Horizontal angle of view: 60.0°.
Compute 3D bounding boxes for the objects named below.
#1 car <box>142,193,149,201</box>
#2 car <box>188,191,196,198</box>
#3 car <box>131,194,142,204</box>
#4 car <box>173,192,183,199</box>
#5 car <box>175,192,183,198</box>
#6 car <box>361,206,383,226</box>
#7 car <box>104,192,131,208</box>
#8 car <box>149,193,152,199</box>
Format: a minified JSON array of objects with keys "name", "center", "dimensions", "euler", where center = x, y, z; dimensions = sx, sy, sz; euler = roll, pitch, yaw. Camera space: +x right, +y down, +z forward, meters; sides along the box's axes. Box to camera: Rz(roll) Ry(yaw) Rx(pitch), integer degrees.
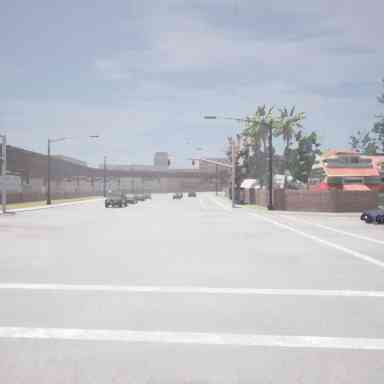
[{"name":"car","center":[-10.436,1.142,66.257],"dimensions":[1.994,1.385,4.181],"euler":[0,1,0]},{"name":"car","center":[0.083,0.519,86.851],"dimensions":[2.097,1.767,4.553],"euler":[0,1,0]},{"name":"car","center":[-10.446,1.286,56.539],"dimensions":[2.033,1.411,5.357],"euler":[0,1,0]},{"name":"car","center":[-3.426,0.963,76.895],"dimensions":[1.895,1.301,4.718],"euler":[0,1,0]},{"name":"car","center":[-3.416,0.709,87.213],"dimensions":[1.994,1.385,4.181],"euler":[0,1,0]},{"name":"car","center":[14.157,1.571,23.288],"dimensions":[4.181,1.385,1.994],"euler":[0,0,-1]},{"name":"car","center":[-10.510,1.082,46.417],"dimensions":[2.150,2.045,5.566],"euler":[0,1,1]},{"name":"car","center":[-10.426,0.897,76.589],"dimensions":[1.812,1.442,4.674],"euler":[0,1,0]}]
